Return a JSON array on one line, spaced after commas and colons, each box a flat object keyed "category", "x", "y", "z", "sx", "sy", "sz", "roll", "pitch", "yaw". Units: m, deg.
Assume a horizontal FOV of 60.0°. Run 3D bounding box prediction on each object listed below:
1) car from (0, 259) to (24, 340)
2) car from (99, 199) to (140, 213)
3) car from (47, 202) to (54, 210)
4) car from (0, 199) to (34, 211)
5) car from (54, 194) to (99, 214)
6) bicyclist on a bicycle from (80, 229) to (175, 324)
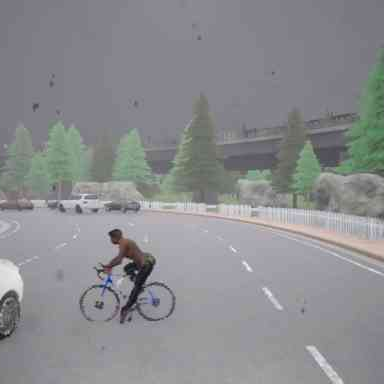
[{"category": "car", "x": -3.680, "y": 1.526, "z": 3.809, "sx": 1.812, "sy": 1.442, "sz": 4.674, "roll": 0, "pitch": 0, "yaw": -1}, {"category": "car", "x": -7.631, "y": 1.491, "z": 36.284, "sx": 2.128, "sy": 1.511, "sz": 4.902, "roll": 0, "pitch": 0, "yaw": -45}, {"category": "car", "x": -16.006, "y": 1.547, "z": 42.434, "sx": 5.357, "sy": 1.411, "sz": 2.033, "roll": 0, "pitch": 0, "yaw": 27}, {"category": "car", "x": -21.565, "y": 1.564, "z": 40.854, "sx": 4.181, "sy": 1.385, "sz": 1.994, "roll": 0, "pitch": 0, "yaw": 20}, {"category": "car", "x": -12.210, "y": 1.222, "z": 35.889, "sx": 5.566, "sy": 2.045, "sz": 2.150, "roll": 0, "pitch": 0, "yaw": 39}, {"category": "bicyclist on a bicycle", "x": -1.127, "y": 1.455, "z": 5.731, "sx": 1.656, "sy": 1.620, "sz": 0.582, "roll": -2, "pitch": 0, "yaw": -1}]
